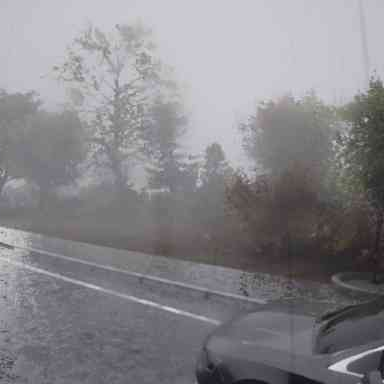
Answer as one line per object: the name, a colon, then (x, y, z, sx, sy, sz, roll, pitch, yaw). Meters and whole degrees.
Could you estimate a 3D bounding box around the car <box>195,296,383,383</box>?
car: (2.287, 1.514, 2.455, 4.892, 1.490, 1.837, 0, 0, 35)
